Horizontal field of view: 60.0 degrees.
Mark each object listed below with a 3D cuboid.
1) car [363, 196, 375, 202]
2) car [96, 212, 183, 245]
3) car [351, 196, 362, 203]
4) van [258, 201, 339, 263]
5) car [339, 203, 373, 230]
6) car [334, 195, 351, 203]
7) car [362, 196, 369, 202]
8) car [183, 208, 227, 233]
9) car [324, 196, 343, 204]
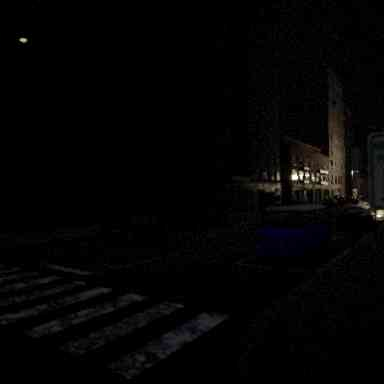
[{"bbox_3d":[43.299,1.656,81.425,2.008,1.369,4.403,-1,-1,35],"label":"car"},{"bbox_3d":[-2.739,1.708,16.556,2.008,1.369,4.403,-1,-1,35],"label":"car"},{"bbox_3d":[30.144,1.566,62.892,1.967,1.590,4.097,-1,-1,35],"label":"car"},{"bbox_3d":[3.807,1.358,11.921,1.690,1.788,3.998,-1,-1,35],"label":"van"},{"bbox_3d":[10.386,1.598,21.184,1.802,1.307,4.206,-1,-1,35],"label":"car"},{"bbox_3d":[23.566,1.449,53.626,2.192,1.841,5.009,-1,-1,35],"label":"car"},{"bbox_3d":[40.011,1.693,76.791,1.802,1.307,4.206,-1,-1,35],"label":"car"},{"bbox_3d":[0.550,1.702,21.189,1.887,1.381,4.507,-1,-1,35],"label":"car"},{"bbox_3d":[20.281,1.705,48.990,1.947,1.339,4.313,-1,-1,35],"label":"car"}]
